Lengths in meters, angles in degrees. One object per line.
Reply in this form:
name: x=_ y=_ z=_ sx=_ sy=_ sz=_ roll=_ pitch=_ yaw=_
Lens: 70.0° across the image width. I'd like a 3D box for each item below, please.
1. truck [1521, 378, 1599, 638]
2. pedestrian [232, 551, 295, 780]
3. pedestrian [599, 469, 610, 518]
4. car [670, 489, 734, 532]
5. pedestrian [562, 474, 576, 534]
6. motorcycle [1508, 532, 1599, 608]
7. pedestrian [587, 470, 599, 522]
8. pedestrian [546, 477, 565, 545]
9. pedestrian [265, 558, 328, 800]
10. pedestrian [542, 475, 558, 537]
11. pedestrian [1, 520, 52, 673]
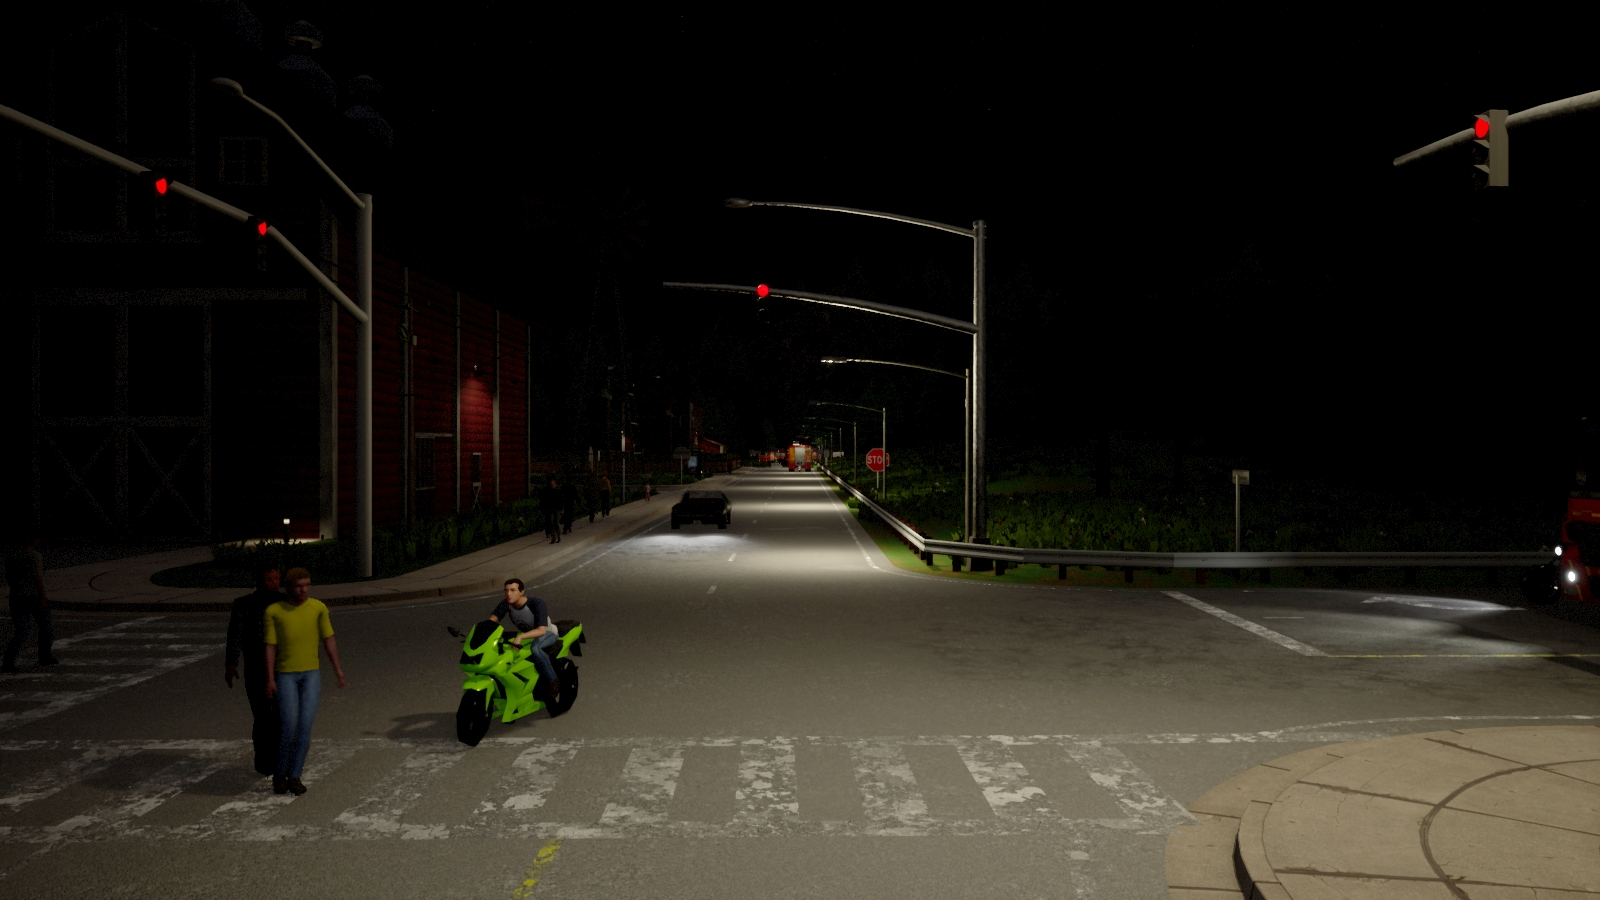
truck: x=15.989 y=0.853 z=17.220 sx=8.468 sy=3.827 sz=2.891 roll=0 pitch=0 yaw=-1
pedestrian: x=-4.612 y=1.826 z=9.820 sx=0.375 sy=1.860 sz=0.375 roll=0 pitch=0 yaw=42
pedestrian: x=-7.541 y=1.668 z=44.070 sx=0.375 sy=1.860 sz=0.375 roll=0 pitch=0 yaw=0
car: x=-3.475 y=2.131 z=41.113 sx=1.895 sy=1.301 sz=4.718 roll=0 pitch=0 yaw=0
pedestrian: x=-7.203 y=1.672 z=35.582 sx=0.375 sy=1.860 sz=0.375 roll=0 pitch=0 yaw=-5
motorcycle: x=14.113 y=2.131 z=20.458 sx=2.356 sy=1.277 sz=0.764 roll=0 pitch=0 yaw=2
pedestrian: x=-7.533 y=1.671 z=41.501 sx=0.375 sy=1.860 sz=0.375 roll=0 pitch=0 yaw=-2
pedestrian: x=-6.792 y=1.677 z=31.728 sx=0.375 sy=1.860 sz=0.375 roll=0 pitch=0 yaw=12
pedestrian: x=-4.088 y=1.830 z=9.278 sx=0.375 sy=1.860 sz=0.375 roll=0 pitch=0 yaw=-42
pedestrian: x=-7.484 y=1.675 z=34.229 sx=0.375 sy=1.860 sz=0.375 roll=0 pitch=0 yaw=0
pedestrian: x=-9.664 y=1.812 z=14.273 sx=0.375 sy=1.860 sz=0.375 roll=0 pitch=0 yaw=5
